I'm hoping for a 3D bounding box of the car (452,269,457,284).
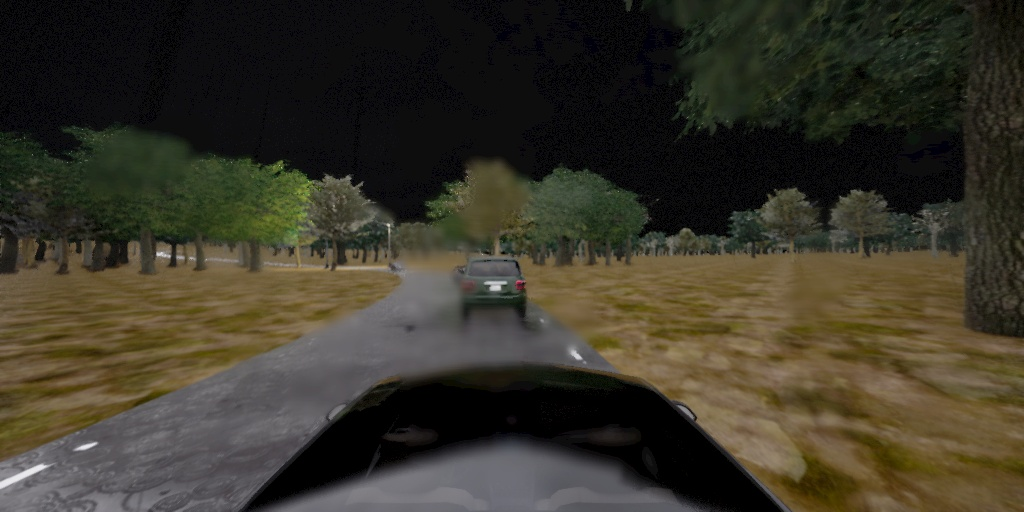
[{"bbox_3d":[-3.871,1.510,29.773,1.994,1.385,4.181,0,0,-14],"label":"car"}]

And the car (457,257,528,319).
[{"bbox_3d":[-0.771,1.053,13.368,2.150,2.045,5.566,0,0,-6],"label":"car"}]

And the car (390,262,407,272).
[{"bbox_3d":[-17.446,1.675,55.132,2.128,1.511,4.902,0,0,-29],"label":"car"}]
